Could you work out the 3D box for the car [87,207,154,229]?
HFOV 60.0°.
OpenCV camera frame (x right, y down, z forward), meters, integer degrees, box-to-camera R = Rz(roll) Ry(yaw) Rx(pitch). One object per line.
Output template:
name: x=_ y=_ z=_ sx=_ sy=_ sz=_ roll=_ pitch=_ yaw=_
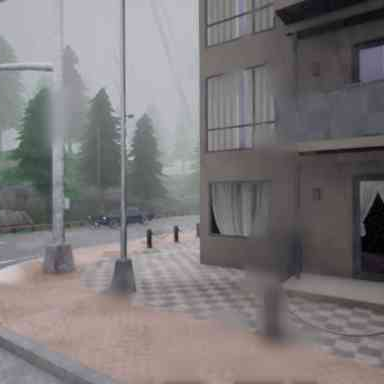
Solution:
car: x=-4.831 y=1.715 z=22.926 sx=1.895 sy=1.301 sz=4.718 roll=0 pitch=0 yaw=35
